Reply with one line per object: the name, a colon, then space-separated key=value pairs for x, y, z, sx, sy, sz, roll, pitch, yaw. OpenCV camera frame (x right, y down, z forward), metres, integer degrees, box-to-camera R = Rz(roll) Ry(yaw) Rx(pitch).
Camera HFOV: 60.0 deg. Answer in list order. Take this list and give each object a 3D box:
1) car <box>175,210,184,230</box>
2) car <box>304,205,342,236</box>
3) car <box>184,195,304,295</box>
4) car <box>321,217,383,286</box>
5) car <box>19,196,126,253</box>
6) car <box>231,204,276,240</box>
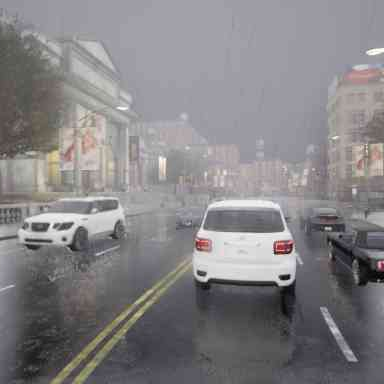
car: x=0.300 y=1.561 z=20.869 sx=1.837 sy=1.490 sz=4.892 roll=0 pitch=0 yaw=12
car: x=7.019 y=1.505 z=18.252 sx=1.837 sy=1.490 sz=4.892 roll=0 pitch=0 yaw=12
car: x=1.471 y=1.221 z=9.001 sx=2.150 sy=2.045 sz=5.566 roll=0 pitch=0 yaw=11
car: x=5.112 y=1.601 z=9.209 sx=1.895 sy=1.301 sz=4.718 roll=0 pitch=0 yaw=11
car: x=-4.768 y=1.224 z=14.291 sx=2.150 sy=2.045 sz=5.566 roll=0 pitch=0 yaw=13
car: x=3.437 y=1.492 z=18.306 sx=2.128 sy=1.511 sz=4.902 roll=0 pitch=0 yaw=12
